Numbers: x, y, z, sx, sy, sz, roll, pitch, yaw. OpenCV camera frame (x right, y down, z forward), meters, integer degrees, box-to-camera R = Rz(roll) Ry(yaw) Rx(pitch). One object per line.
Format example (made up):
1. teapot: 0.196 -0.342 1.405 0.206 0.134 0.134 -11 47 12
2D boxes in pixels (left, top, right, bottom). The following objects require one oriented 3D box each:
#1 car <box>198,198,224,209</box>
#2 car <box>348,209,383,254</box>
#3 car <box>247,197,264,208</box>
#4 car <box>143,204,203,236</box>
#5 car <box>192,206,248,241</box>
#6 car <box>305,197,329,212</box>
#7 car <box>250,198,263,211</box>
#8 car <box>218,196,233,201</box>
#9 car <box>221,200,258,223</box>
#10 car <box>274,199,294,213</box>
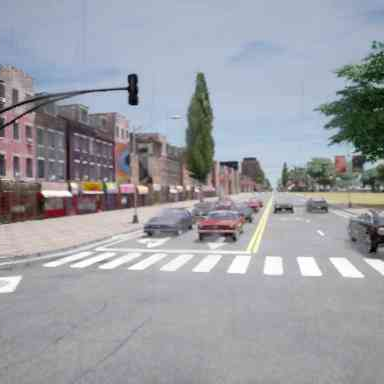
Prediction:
1. car: 1.264 1.563 29.249 1.837 1.490 4.892 -1 0 14
2. car: 7.423 1.402 12.913 2.128 1.511 4.902 -1 0 14
3. car: 8.706 1.425 45.381 1.895 1.301 4.718 -1 0 15
4. car: -1.124 1.673 19.721 2.033 1.411 5.357 -1 0 14
5. car: 1.608 1.657 17.260 1.895 1.301 4.718 -1 0 14
6. car: 12.699 1.250 34.019 2.128 1.511 4.902 -1 0 14
7. car: 6.196 1.517 35.491 1.895 1.301 4.718 -1 0 14
8. car: 3.776 1.318 39.155 2.097 1.767 4.553 -1 0 15
9. car: 3.745 1.567 25.802 1.994 1.385 4.181 -1 0 14
10. car: 9.563 1.435 34.863 1.895 1.301 4.718 -1 0 14
